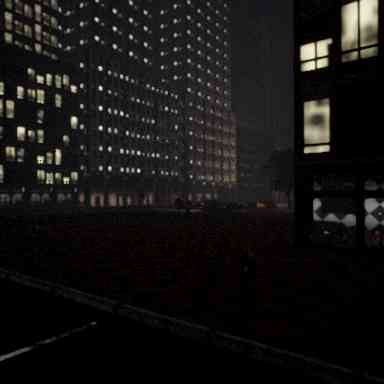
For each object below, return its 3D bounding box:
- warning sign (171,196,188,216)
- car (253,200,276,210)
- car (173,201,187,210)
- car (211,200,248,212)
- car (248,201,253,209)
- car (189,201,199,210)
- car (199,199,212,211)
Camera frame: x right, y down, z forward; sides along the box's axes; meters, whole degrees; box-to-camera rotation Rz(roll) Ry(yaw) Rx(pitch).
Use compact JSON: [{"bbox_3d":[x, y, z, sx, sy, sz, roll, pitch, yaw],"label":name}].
[{"bbox_3d":[-1.287,1.392,33.227,1.300,1.860,1.060,1,0,36],"label":"warning sign"},{"bbox_3d":[12.814,2.219,57.201,1.882,1.535,5.008,0,-1,36],"label":"car"},{"bbox_3d":[-1.104,2.152,54.826,1.812,1.442,4.674,0,-1,37],"label":"car"},{"bbox_3d":[5.425,2.086,47.132,2.033,1.411,5.357,0,-1,37],"label":"car"},{"bbox_3d":[10.196,2.305,59.126,2.033,1.411,5.357,0,-1,36],"label":"car"},{"bbox_3d":[1.935,1.972,53.462,2.097,1.767,4.553,0,-1,37],"label":"car"},{"bbox_3d":[3.536,1.930,50.025,2.097,1.767,4.553,0,-1,37],"label":"car"}]
